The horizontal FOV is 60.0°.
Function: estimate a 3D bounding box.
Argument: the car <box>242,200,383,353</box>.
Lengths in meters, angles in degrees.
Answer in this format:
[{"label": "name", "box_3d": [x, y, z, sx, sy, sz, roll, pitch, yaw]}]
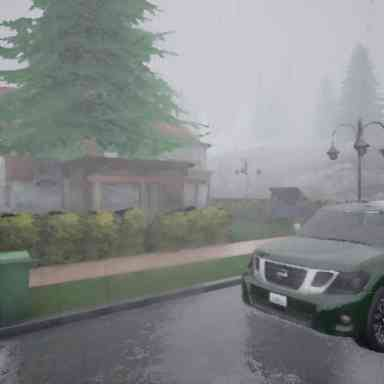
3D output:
[{"label": "car", "box_3d": [3.509, 1.214, 6.517, 5.566, 2.045, 2.150, 0, 0, -36]}]
